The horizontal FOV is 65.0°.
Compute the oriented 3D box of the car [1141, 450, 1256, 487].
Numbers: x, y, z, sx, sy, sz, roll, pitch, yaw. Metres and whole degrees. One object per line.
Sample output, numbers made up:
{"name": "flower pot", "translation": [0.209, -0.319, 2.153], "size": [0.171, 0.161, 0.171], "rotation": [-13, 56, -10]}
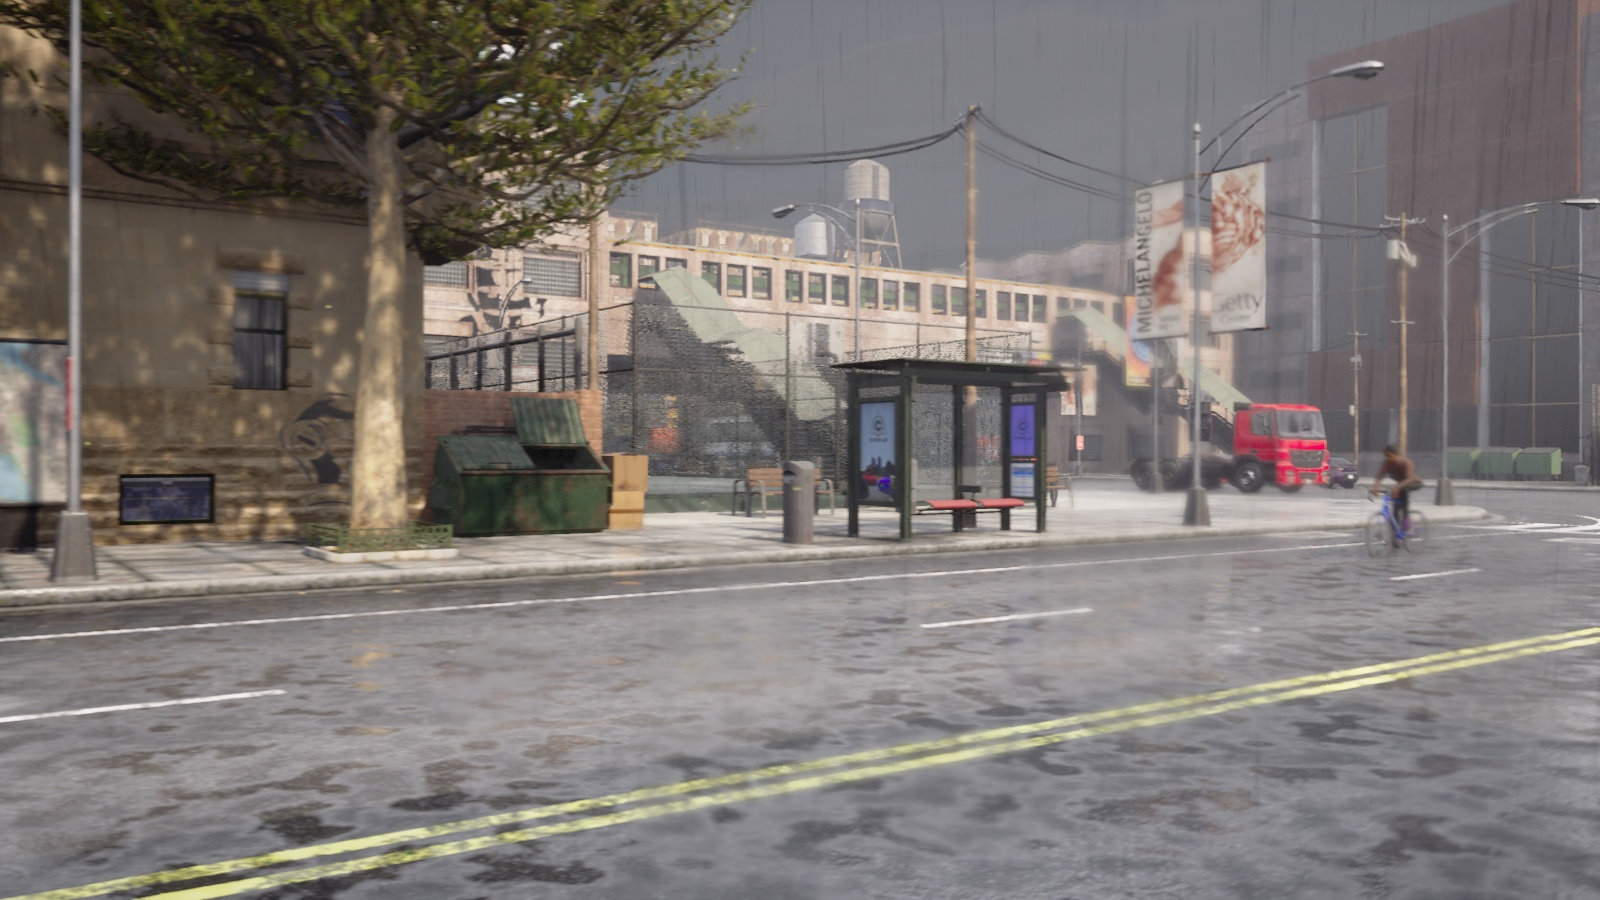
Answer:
{"name": "car", "translation": [17.375, 0.782, 54.966], "size": [2.007, 1.525, 4.514], "rotation": [0, 0, -34]}

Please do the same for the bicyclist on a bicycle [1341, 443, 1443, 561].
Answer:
{"name": "bicyclist on a bicycle", "translation": [8.568, 0.721, 18.151], "size": [1.656, 1.620, 0.582], "rotation": [0, 0, -35]}

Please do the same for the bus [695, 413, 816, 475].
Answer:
{"name": "bus", "translation": [-3.418, -0.408, 91.849], "size": [3.944, 4.253, 10.273], "rotation": [0, 0, -34]}

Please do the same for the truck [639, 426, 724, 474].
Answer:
{"name": "truck", "translation": [-8.923, 0.003, 93.699], "size": [2.891, 3.462, 7.936], "rotation": [0, 0, -34]}

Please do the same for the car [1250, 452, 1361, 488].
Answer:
{"name": "car", "translation": [21.899, 0.837, 54.549], "size": [1.816, 1.474, 4.193], "rotation": [0, 0, -34]}

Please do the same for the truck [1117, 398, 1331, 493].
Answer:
{"name": "truck", "translation": [16.645, -0.156, 49.884], "size": [2.891, 3.462, 7.936], "rotation": [0, 0, -33]}

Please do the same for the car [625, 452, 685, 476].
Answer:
{"name": "car", "translation": [-9.507, 0.906, 82.149], "size": [2.007, 1.525, 4.514], "rotation": [0, 0, -34]}
